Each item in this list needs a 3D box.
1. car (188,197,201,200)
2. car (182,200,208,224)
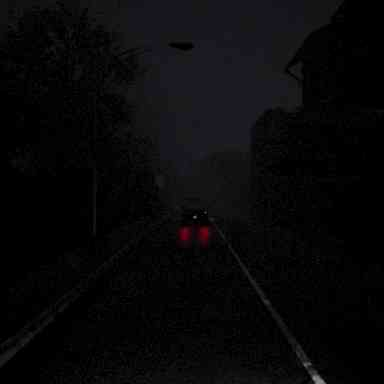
[{"bbox_3d":[0.321,1.645,43.013,2.150,2.045,5.566,0,-2,0],"label":"car"},{"bbox_3d":[0.219,1.550,25.066,1.812,1.442,4.674,0,0,0],"label":"car"}]
